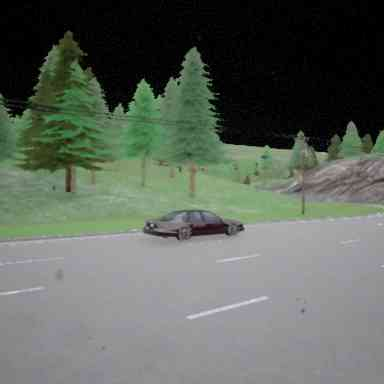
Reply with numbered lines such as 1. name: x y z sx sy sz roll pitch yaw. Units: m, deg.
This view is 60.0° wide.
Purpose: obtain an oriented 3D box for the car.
1. car: 0.211 1.595 16.794 5.357 1.411 2.033 0 0 -36
